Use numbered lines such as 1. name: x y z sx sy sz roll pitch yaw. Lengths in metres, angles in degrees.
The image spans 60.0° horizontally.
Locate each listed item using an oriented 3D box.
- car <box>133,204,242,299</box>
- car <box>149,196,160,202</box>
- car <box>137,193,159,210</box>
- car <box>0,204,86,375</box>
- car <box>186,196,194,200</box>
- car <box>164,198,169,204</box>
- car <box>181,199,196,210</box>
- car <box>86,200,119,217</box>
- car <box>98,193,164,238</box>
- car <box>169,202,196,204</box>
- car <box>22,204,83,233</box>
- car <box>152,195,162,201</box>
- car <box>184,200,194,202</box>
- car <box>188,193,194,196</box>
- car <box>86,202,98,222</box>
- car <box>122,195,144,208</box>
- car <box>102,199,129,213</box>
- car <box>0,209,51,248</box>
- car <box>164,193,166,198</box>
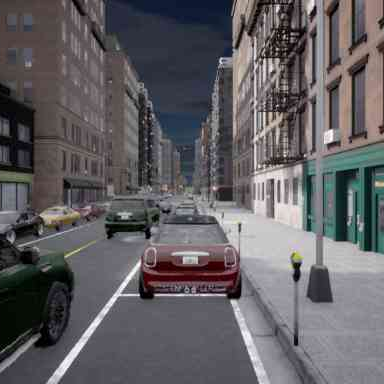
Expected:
1. car: -0.033 1.352 8.620 2.097 1.767 4.553 0 0 0
2. car: -8.408 1.521 74.308 2.008 1.369 4.403 0 0 0
3. car: -5.799 1.212 44.816 2.150 2.045 5.566 0 0 0
4. car: -3.022 1.223 3.160 2.150 2.045 5.566 0 0 0
5. car: -0.383 1.519 37.181 1.752 1.417 4.829 0 0 0
6. car: -2.981 1.597 33.235 1.895 1.301 4.718 0 0 1
7. car: -0.383 1.572 42.423 1.802 1.307 4.206 0 0 0
8. car: -8.408 1.548 31.607 2.008 1.369 4.403 0 0 0
9. car: -2.989 1.223 17.656 2.150 2.045 5.566 0 0 1
10. car: -0.383 1.566 20.772 1.947 1.339 4.313 0 0 0
11. car: -8.408 1.525 20.611 1.752 1.417 4.829 0 0 0
12. car: -8.408 1.510 79.763 1.887 1.381 4.507 0 0 0
13. car: -0.383 1.565 26.185 1.947 1.339 4.313 0 0 0
14. car: -0.382 1.395 90.663 1.967 1.590 4.097 0 0 0
15. car: -8.408 1.581 26.194 1.802 1.307 4.206 0 0 0
16. car: -8.408 1.302 47.845 2.192 1.841 5.009 0 0 0
17. car: -8.408 1.545 37.020 2.008 1.369 4.403 0 0 0
18. car: -8.408 1.566 15.368 1.947 1.339 4.313 0 0 0
19. car: -8.408 1.486 85.047 1.752 1.417 4.829 0 0 0
